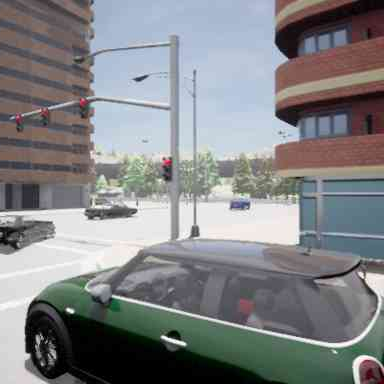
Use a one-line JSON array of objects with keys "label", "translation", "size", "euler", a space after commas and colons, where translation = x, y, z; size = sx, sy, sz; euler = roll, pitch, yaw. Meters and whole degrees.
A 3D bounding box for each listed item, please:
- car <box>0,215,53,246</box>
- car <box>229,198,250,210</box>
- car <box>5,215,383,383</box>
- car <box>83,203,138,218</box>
[{"label": "car", "translation": [-7.774, 1.645, 14.605], "size": [1.895, 1.301, 4.718], "euler": [0, 0, -1]}, {"label": "car", "translation": [6.261, 1.529, 43.205], "size": [1.882, 1.535, 5.008], "euler": [0, 0, 22]}, {"label": "car", "translation": [-0.027, 1.359, 4.012], "size": [4.553, 1.767, 2.097], "euler": [0, 0, 36]}, {"label": "car", "translation": [-7.080, 1.668, 29.139], "size": [1.895, 1.301, 4.718], "euler": [0, 0, 36]}]
